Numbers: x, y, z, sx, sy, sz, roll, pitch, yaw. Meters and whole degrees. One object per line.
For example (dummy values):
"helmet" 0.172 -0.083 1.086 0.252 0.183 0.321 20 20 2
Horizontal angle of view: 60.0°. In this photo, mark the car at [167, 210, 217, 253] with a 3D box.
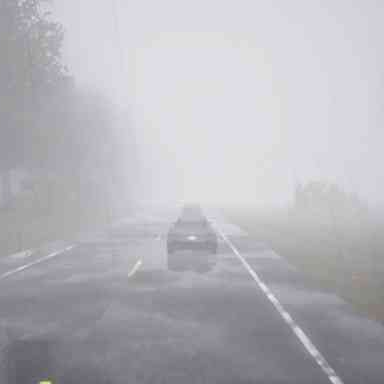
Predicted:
"car" 0.002 1.694 14.309 1.994 1.385 4.181 0 0 0

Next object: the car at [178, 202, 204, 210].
"car" -0.002 1.770 29.281 1.837 1.490 4.892 0 0 0

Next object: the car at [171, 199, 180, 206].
"car" -3.516 2.134 70.963 1.812 1.442 4.674 0 0 0
